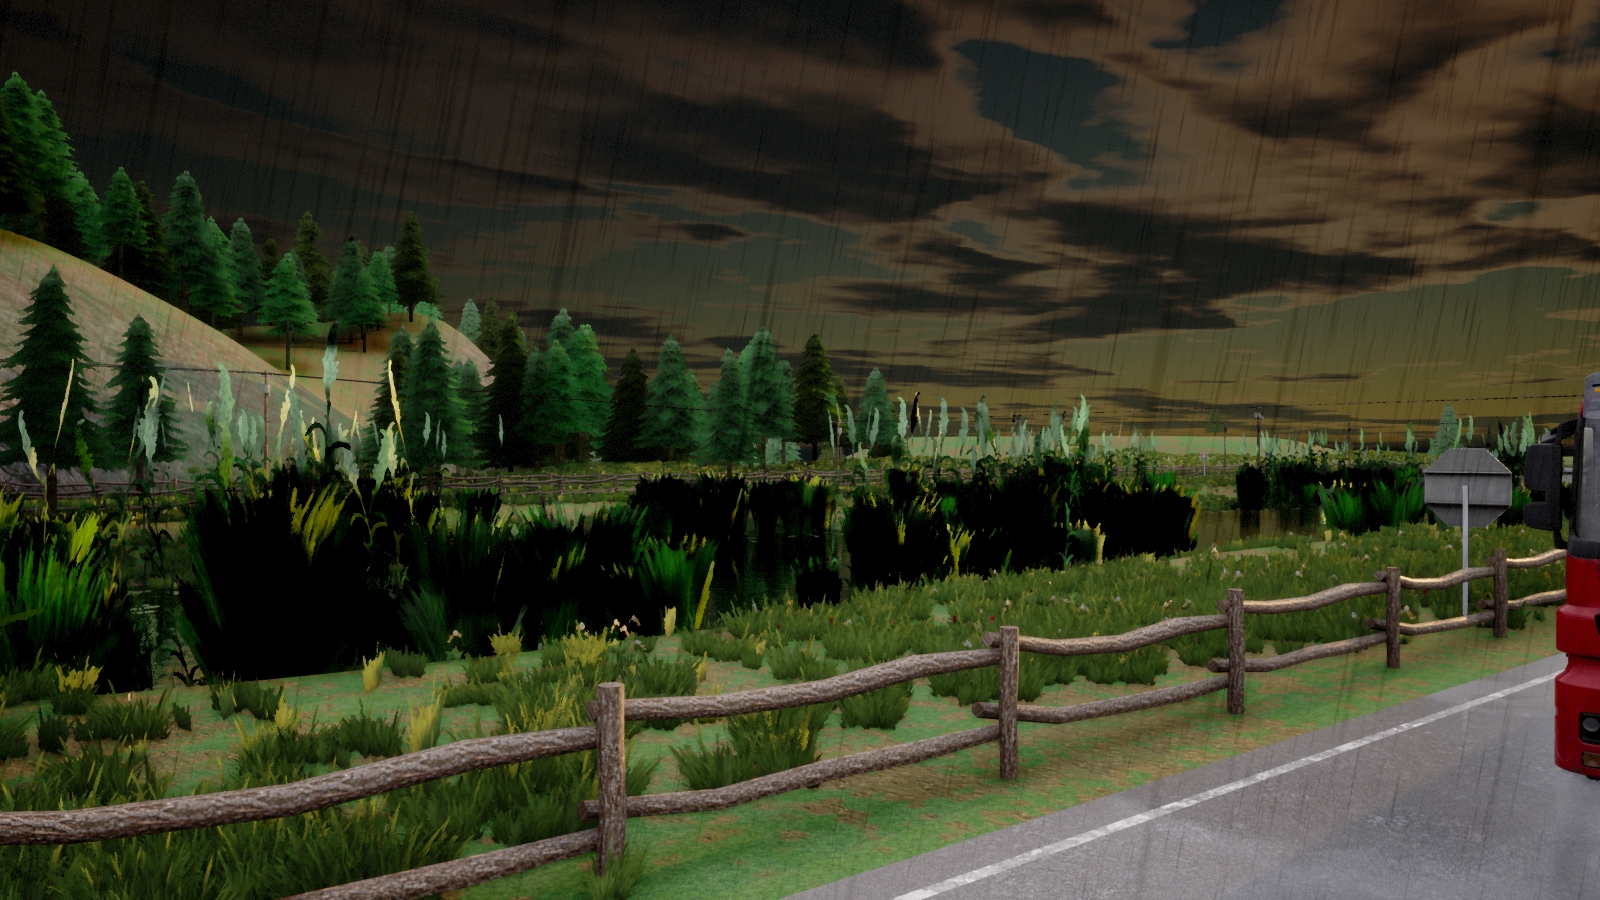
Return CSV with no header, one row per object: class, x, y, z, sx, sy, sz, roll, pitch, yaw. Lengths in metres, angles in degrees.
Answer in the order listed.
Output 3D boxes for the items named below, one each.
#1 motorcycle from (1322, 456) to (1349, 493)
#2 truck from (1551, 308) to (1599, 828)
motorcycle,34.899,1.577,74.486,2.033,2.348,0.803,0,0,-39
truck,9.477,0.862,10.935,2.891,3.827,8.468,0,0,40
